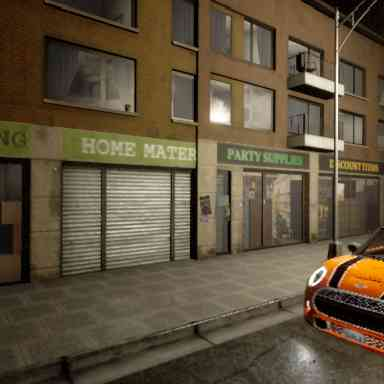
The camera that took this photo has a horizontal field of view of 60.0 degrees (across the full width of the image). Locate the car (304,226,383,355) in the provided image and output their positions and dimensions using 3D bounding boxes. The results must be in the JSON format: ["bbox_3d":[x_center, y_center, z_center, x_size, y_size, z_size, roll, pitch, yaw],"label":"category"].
[{"bbox_3d":[4.016,1.358,5.811,4.553,1.767,2.097,0,0,-35],"label":"car"}]
